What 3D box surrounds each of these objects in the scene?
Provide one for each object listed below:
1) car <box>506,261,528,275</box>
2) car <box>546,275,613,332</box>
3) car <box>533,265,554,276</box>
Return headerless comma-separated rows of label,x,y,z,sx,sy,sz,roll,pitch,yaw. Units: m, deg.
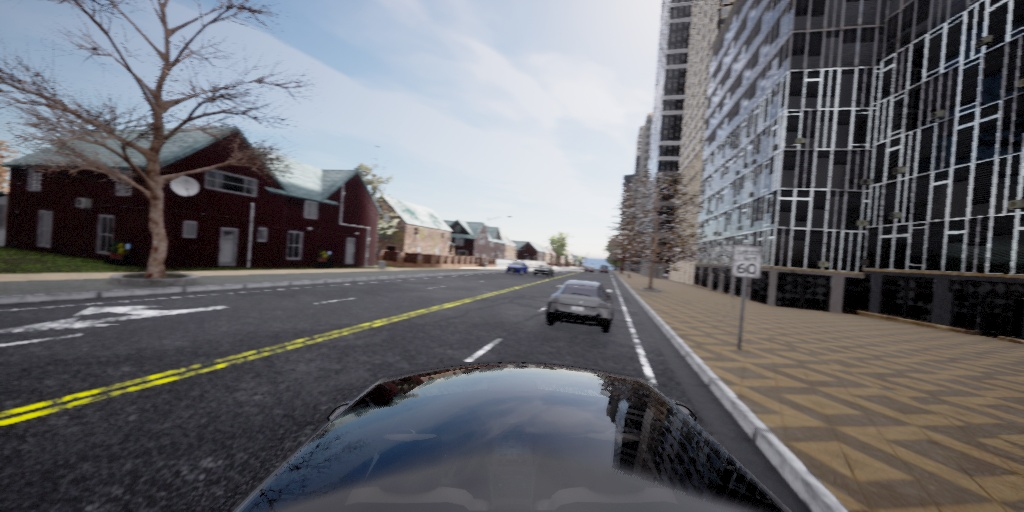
car,0.713,1.404,43.706,1.882,1.535,5.008,5,0,15
car,2.405,1.531,12.241,1.994,1.385,4.181,5,0,15
car,3.825,1.779,42.839,1.895,1.301,4.718,5,0,15
